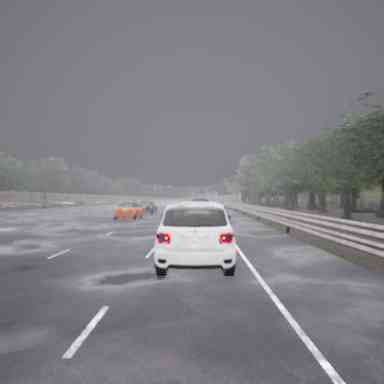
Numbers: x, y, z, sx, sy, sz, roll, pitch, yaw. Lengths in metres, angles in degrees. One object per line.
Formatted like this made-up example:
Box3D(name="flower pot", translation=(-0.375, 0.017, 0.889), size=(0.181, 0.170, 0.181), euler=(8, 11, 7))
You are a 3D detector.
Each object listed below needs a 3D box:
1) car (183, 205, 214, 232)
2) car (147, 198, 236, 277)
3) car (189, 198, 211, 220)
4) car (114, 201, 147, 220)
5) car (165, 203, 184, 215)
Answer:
Box3D(name="car", translation=(0.469, 1.725, 22.819), size=(1.882, 1.535, 5.008), euler=(0, -1, 2))
Box3D(name="car", translation=(0.118, 1.318, 10.686), size=(2.150, 2.045, 5.566), euler=(0, -1, 1))
Box3D(name="car", translation=(0.885, 1.673, 34.766), size=(2.150, 2.045, 5.566), euler=(0, -1, 2))
Box3D(name="car", translation=(-6.090, 1.755, 32.613), size=(2.097, 1.767, 4.553), euler=(0, -1, 2))
Box3D(name="car", translation=(-2.218, 2.169, 44.029), size=(2.033, 1.411, 5.357), euler=(0, -1, 2))
